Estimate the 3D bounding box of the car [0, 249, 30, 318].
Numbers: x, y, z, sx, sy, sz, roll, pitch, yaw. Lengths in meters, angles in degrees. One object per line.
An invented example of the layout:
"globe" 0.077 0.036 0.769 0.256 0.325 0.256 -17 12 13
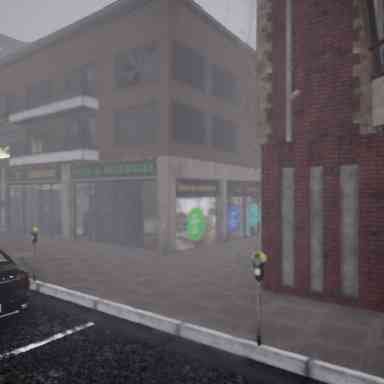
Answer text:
"car" -4.782 1.550 6.287 4.403 1.369 2.008 0 0 35
